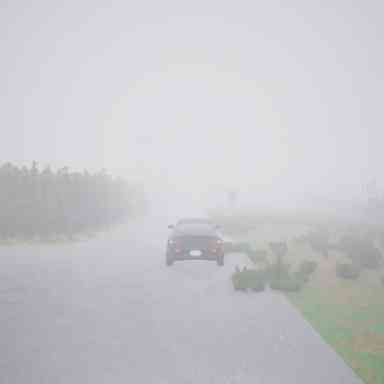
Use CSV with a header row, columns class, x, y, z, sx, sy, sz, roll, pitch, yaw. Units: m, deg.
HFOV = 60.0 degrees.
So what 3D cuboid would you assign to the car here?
class,x,y,z,sx,sy,sz,roll,pitch,yaw
car,0.096,1.624,11.936,1.812,1.442,4.674,0,0,0
